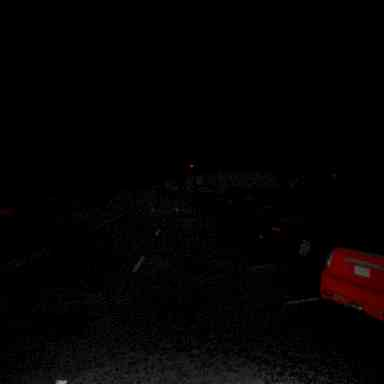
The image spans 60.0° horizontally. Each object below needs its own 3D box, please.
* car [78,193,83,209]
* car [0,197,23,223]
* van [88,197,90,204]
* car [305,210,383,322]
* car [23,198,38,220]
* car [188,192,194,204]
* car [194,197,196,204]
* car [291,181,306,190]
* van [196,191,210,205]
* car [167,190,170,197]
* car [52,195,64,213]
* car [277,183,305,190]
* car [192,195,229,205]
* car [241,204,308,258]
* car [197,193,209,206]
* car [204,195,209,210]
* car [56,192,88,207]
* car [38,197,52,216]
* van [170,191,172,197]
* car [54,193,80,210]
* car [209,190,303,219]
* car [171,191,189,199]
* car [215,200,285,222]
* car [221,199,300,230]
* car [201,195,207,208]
[{"bbox_3d":[-15.027,1.241,36.213,5.366,1.575,1.946,-1,1,-24],"label":"car"},{"bbox_3d":[-14.140,1.349,21.436,5.366,1.575,1.946,-1,1,-22],"label":"car"},{"bbox_3d":[-15.234,0.970,42.241,4.442,1.987,1.878,-1,0,-25],"label":"van"},{"bbox_3d":[4.697,1.306,6.076,4.553,1.767,2.185,1,0,-21],"label":"car"},{"bbox_3d":[-14.084,1.201,24.476,4.553,1.767,2.185,-1,1,-23],"label":"car"},{"bbox_3d":[2.609,1.114,45.214,5.366,1.575,1.946,0,1,-25],"label":"car"},{"bbox_3d":[3.065,1.017,42.295,4.553,1.767,2.185,0,1,-25],"label":"car"},{"bbox_3d":[20.360,-0.863,60.837,2.435,2.045,5.566,-7,4,-30],"label":"car"},{"bbox_3d":[3.173,0.940,39.221,4.442,1.987,1.878,0,1,-25],"label":"van"},{"bbox_3d":[-3.229,0.703,91.751,5.566,2.045,2.435,0,1,-30],"label":"car"},{"bbox_3d":[-14.447,1.324,30.380,4.674,1.452,2.002,-1,1,-23],"label":"car"},{"bbox_3d":[17.410,-0.279,60.344,2.002,1.452,4.674,-7,4,-30],"label":"car"},{"bbox_3d":[2.686,1.130,48.274,4.792,1.488,2.163,0,0,-26],"label":"car"},{"bbox_3d":[4.614,1.383,12.124,5.008,1.535,2.097,1,0,-22],"label":"car"},{"bbox_3d":[3.502,1.191,36.261,4.892,1.521,2.231,1,1,-24],"label":"car"},{"bbox_3d":[3.886,1.278,30.231,4.674,1.452,2.002,1,1,-24],"label":"car"},{"bbox_3d":[-15.058,1.093,39.252,4.553,1.767,2.185,-1,1,-24],"label":"car"},{"bbox_3d":[-14.267,1.346,27.425,4.674,1.452,2.002,-1,1,-23],"label":"car"},{"bbox_3d":[-2.778,0.755,88.746,4.442,1.987,1.878,0,1,-30],"label":"van"},{"bbox_3d":[-14.479,1.256,33.414,5.366,1.575,1.946,-1,0,-24],"label":"car"},{"bbox_3d":[4.313,1.059,21.162,5.566,2.045,2.435,1,1,-23],"label":"car"},{"bbox_3d":[-2.199,0.883,85.826,4.553,1.767,2.185,0,0,-30],"label":"car"},{"bbox_3d":[4.198,1.326,24.202,4.674,1.452,2.002,1,0,-23],"label":"car"},{"bbox_3d":[4.454,1.335,18.159,5.008,1.535,2.097,1,1,-22],"label":"car"},{"bbox_3d":[3.693,1.254,33.249,4.674,1.452,2.002,0,0,-24],"label":"car"}]
